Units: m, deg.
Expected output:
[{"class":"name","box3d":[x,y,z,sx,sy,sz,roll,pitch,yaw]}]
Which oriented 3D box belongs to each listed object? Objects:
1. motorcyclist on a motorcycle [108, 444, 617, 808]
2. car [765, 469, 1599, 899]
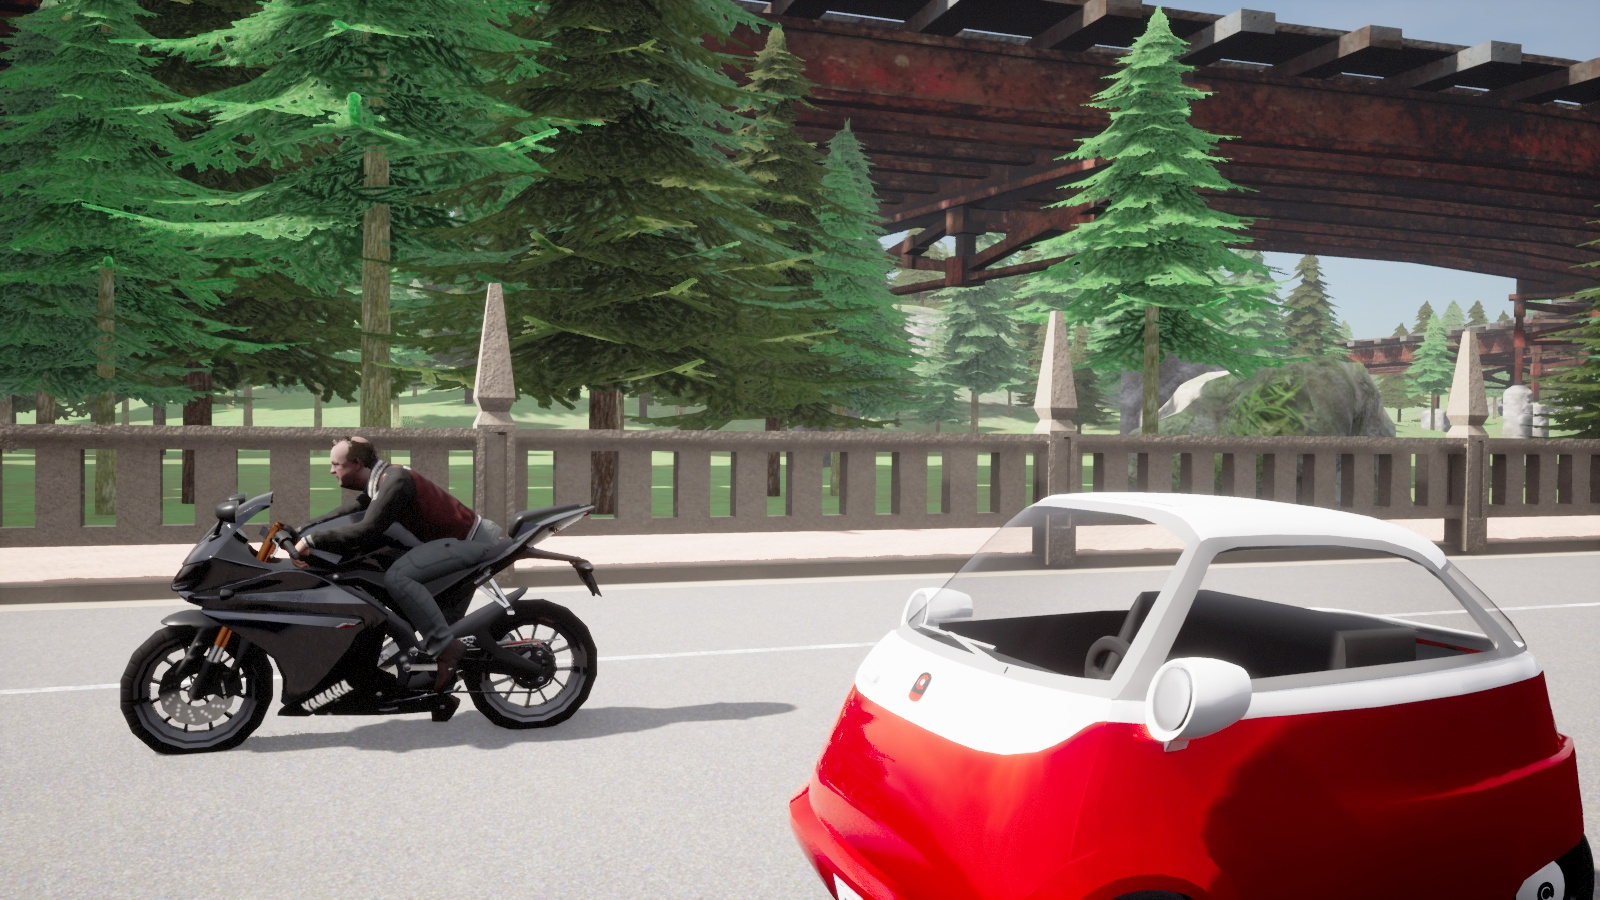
[{"class":"motorcyclist on a motorcycle","box3d":[-2.089,0.755,6.190,2.191,1.530,0.866,-1,1,-21]},{"class":"car","box3d":[1.187,0.780,3.690,2.207,1.376,1.481,-1,1,-21]}]
